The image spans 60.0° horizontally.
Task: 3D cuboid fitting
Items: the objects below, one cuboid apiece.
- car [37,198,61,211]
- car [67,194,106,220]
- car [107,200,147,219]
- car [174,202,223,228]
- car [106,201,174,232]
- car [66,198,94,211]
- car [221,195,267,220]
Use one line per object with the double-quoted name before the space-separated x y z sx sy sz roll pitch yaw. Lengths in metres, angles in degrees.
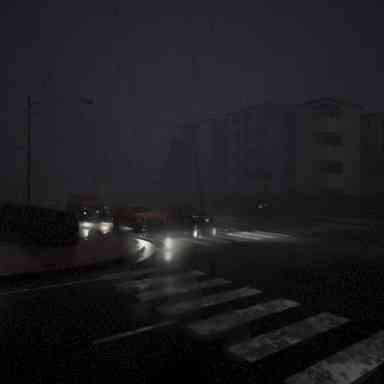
"car" -17.350 1.493 40.237 1.882 1.535 5.008 0 0 -36
"car" -9.191 1.236 28.885 2.150 2.045 5.566 0 0 -36
"car" -6.061 1.547 30.510 1.812 1.442 4.674 0 0 -36
"car" -0.478 1.513 22.679 2.128 1.511 4.902 0 0 -35
"car" -3.374 1.493 20.632 1.882 1.535 5.008 0 0 -34
"car" -14.070 1.499 41.667 1.882 1.535 5.008 0 0 -36
"car" 3.922 1.257 28.647 2.150 2.045 5.566 0 0 -35
